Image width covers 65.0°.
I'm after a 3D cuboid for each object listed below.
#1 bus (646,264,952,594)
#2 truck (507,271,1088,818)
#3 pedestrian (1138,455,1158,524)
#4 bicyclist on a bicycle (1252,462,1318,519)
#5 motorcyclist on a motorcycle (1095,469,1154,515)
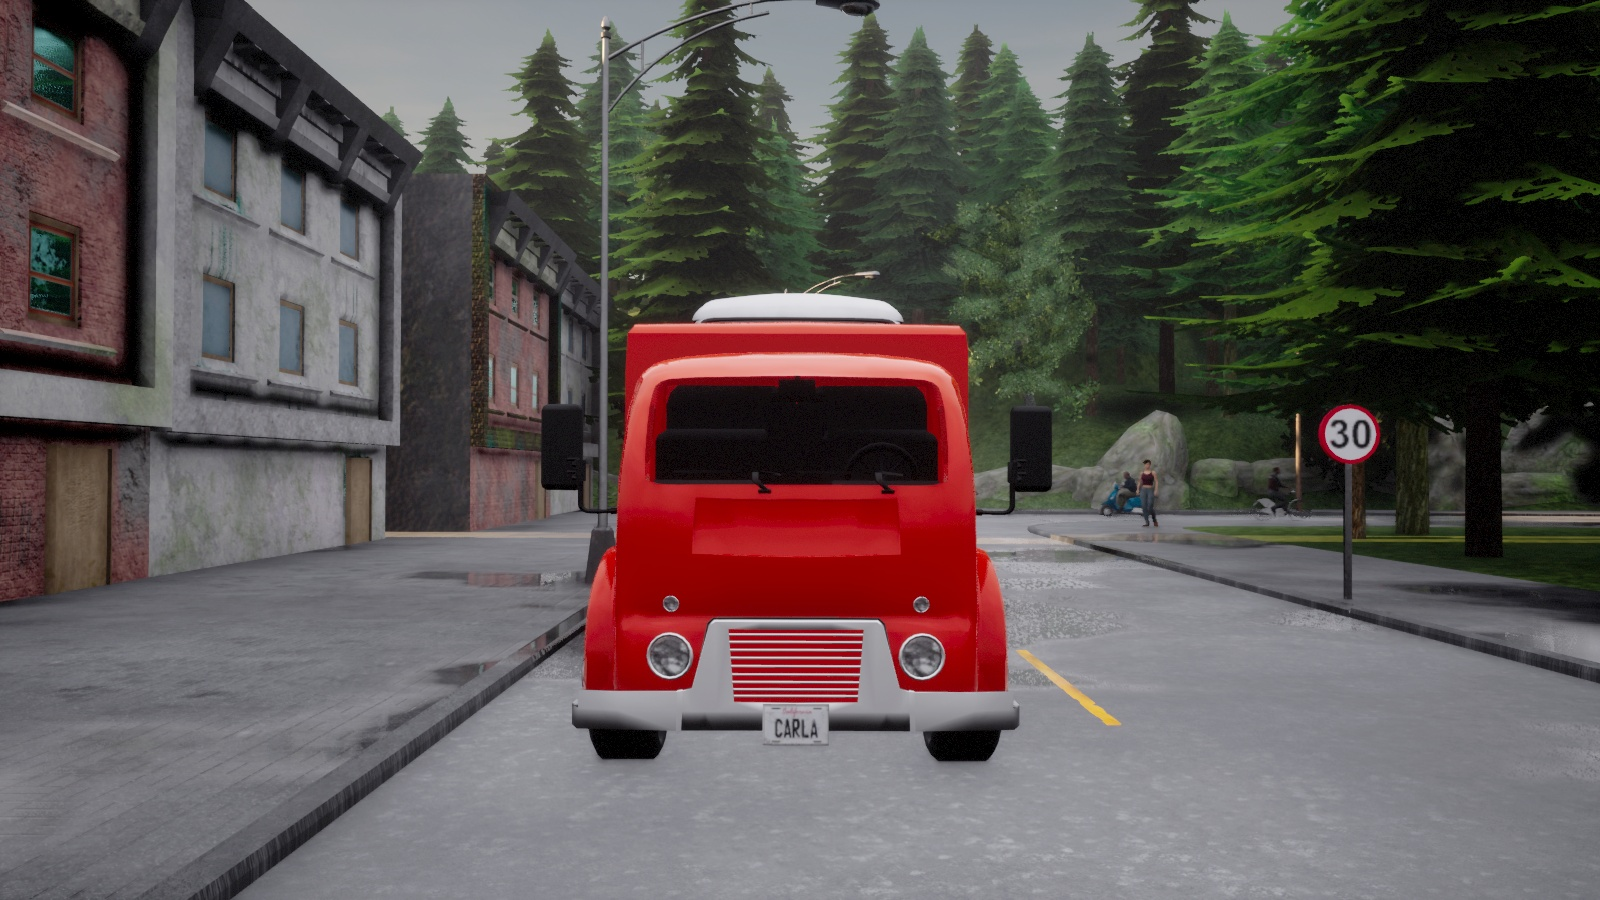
[{"bbox_3d":[-0.092,-0.203,21.376,3.944,4.253,10.273,0,-1,-1],"label":"bus"},{"bbox_3d":[-0.024,0.467,8.306,2.627,2.467,5.204,0,-1,0],"label":"truck"},{"bbox_3d":[9.255,1.047,33.392,0.345,1.836,0.594,-1,-1,30],"label":"pedestrian"},{"bbox_3d":[15.527,1.296,40.199,1.843,1.776,0.659,0,-1,-2],"label":"bicyclist on a bicycle"},{"bbox_3d":[11.406,1.462,44.116,1.817,1.590,0.866,0,0,-5],"label":"motorcyclist on a motorcycle"}]
